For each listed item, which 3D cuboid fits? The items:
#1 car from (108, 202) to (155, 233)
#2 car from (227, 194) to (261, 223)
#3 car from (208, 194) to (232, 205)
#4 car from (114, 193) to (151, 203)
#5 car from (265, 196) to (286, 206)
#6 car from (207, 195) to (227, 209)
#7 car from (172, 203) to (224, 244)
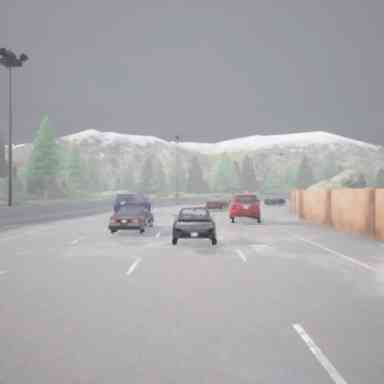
[{"bbox_3d":[-3.356,1.515,19.216,2.033,1.411,5.357,0,0,1],"label":"car"},{"bbox_3d":[4.005,1.178,25.398,2.150,2.045,5.566,-1,0,6],"label":"car"},{"bbox_3d":[5.032,1.257,58.972,2.097,1.767,4.553,0,1,36],"label":"car"},{"bbox_3d":[-5.693,1.165,32.727,2.150,2.045,5.566,-1,0,12],"label":"car"},{"bbox_3d":[13.348,1.392,52.756,1.882,1.535,5.008,-1,-1,37],"label":"car"},{"bbox_3d":[3.211,1.413,39.608,1.882,1.535,5.008,-1,0,21],"label":"car"},{"bbox_3d":[0.116,1.465,15.517,2.128,1.511,4.902,0,0,1],"label":"car"}]
